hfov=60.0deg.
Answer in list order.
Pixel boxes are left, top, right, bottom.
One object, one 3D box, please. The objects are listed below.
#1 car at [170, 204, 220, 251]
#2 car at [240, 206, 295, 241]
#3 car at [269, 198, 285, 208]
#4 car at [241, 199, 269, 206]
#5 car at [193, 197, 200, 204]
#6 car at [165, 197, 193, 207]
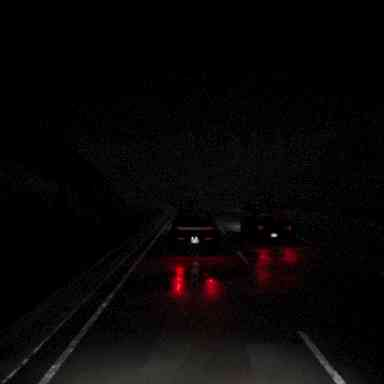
[{"bbox_3d":[0.101,1.496,14.047,2.128,1.511,4.902,0,0,0],"label":"car"},{"bbox_3d":[3.600,1.606,16.804,1.895,1.301,4.718,0,0,0],"label":"car"},{"bbox_3d":[10.071,1.539,41.673,1.812,1.442,4.674,0,0,-8],"label":"car"},{"bbox_3d":[6.896,1.538,38.052,1.812,1.442,4.674,0,0,-4],"label":"car"},{"bbox_3d":[-0.513,1.521,52.838,1.837,1.490,4.892,2,-1,-27],"label":"car"},{"bbox_3d":[-2.265,1.562,48.619,2.033,1.411,5.357,0,0,-24],"label":"car"}]
